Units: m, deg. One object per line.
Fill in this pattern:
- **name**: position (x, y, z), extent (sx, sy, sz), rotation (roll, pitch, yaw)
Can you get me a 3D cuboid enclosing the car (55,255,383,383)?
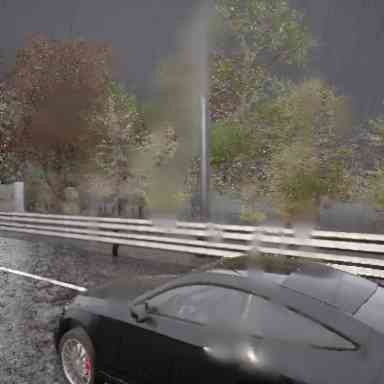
- **car**: position (0.498, 1.408, 3.405), extent (4.674, 1.442, 1.812), rotation (-1, 0, 38)
